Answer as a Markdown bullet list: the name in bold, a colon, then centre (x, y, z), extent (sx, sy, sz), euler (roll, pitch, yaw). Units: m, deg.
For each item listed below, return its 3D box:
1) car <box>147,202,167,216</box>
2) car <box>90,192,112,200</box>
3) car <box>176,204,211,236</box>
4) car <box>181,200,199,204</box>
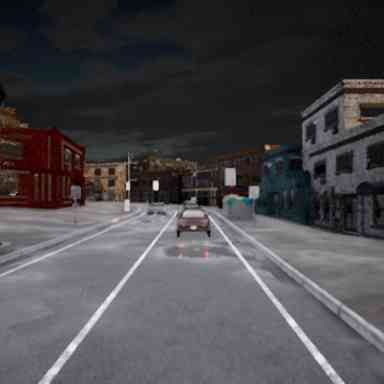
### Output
- **car**: centre (-3.741, 1.792, 35.729), extent (1.895, 1.301, 4.718), euler (0, 0, -2)
- **car**: centre (-19.933, 1.097, 72.774), extent (5.566, 2.045, 2.150), euler (0, -1, 38)
- **car**: centre (0.083, 1.628, 19.046), extent (1.812, 1.442, 4.674), euler (0, 0, 0)
- **car**: centre (-0.209, 1.706, 39.647), extent (2.128, 1.511, 4.902), euler (0, 0, -4)
